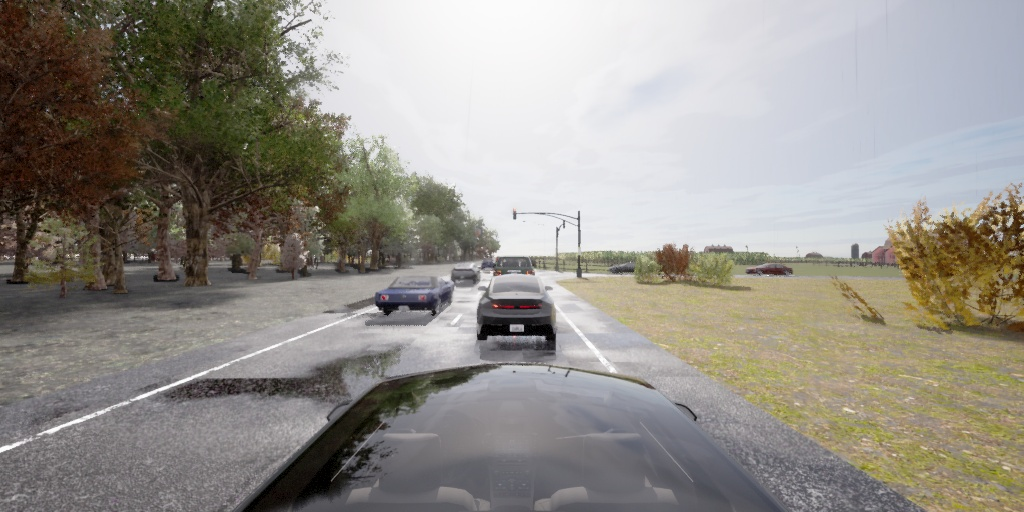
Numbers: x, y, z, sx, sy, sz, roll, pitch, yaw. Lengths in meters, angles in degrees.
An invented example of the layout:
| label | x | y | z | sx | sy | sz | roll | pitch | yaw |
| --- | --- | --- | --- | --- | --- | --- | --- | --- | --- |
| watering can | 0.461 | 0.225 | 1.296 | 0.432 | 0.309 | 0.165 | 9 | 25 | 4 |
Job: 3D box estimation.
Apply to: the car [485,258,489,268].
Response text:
| label | x | y | z | sx | sy | sz | roll | pitch | yaw |
| --- | --- | --- | --- | --- | --- | --- | --- | --- | --- |
| car | -3.395 | 1.107 | 54.484 | 2.097 | 1.767 | 4.553 | 0 | 0 | 0 |

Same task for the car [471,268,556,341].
| label | x | y | z | sx | sy | sz | roll | pitch | yaw |
| --- | --- | --- | --- | --- | --- | --- | --- | --- | --- |
| car | 0.101 | 1.257 | 9.895 | 1.837 | 1.490 | 4.892 | 0 | 0 | 0 |

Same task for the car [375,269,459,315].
| label | x | y | z | sx | sy | sz | roll | pitch | yaw |
| --- | --- | --- | --- | --- | --- | --- | --- | --- | --- |
| car | -3.399 | 1.353 | 13.524 | 1.895 | 1.301 | 4.718 | 0 | 0 | 0 |

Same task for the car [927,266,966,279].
| label | x | y | z | sx | sy | sz | roll | pitch | yaw |
| --- | --- | --- | --- | --- | --- | --- | --- | --- | --- |
| car | 48.935 | 1.807 | 39.221 | 4.674 | 1.442 | 1.812 | 1 | -1 | 0 |

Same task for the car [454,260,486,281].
| label | x | y | z | sx | sy | sz | roll | pitch | yaw |
| --- | --- | --- | --- | --- | --- | --- | --- | --- | --- |
| car | -3.398 | 1.247 | 26.978 | 2.128 | 1.511 | 4.902 | 0 | 0 | 0 |

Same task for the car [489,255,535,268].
| label | x | y | z | sx | sy | sz | roll | pitch | yaw |
| --- | --- | --- | --- | --- | --- | --- | --- | --- | --- |
| car | 0.104 | 0.976 | 19.810 | 2.150 | 2.045 | 5.566 | 0 | 0 | 0 |

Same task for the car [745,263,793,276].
| label | x | y | z | sx | sy | sz | roll | pitch | yaw |
| --- | --- | --- | --- | --- | --- | --- | --- | --- | --- |
| car | 30.706 | 1.620 | 42.901 | 5.008 | 1.535 | 1.882 | 1 | -1 | 0 |

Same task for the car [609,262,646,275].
| label | x | y | z | sx | sy | sz | roll | pitch | yaw |
| --- | --- | --- | --- | --- | --- | --- | --- | --- | --- |
| car | 14.031 | 1.489 | 43.156 | 4.674 | 1.442 | 1.812 | 1 | -1 | 3 |
